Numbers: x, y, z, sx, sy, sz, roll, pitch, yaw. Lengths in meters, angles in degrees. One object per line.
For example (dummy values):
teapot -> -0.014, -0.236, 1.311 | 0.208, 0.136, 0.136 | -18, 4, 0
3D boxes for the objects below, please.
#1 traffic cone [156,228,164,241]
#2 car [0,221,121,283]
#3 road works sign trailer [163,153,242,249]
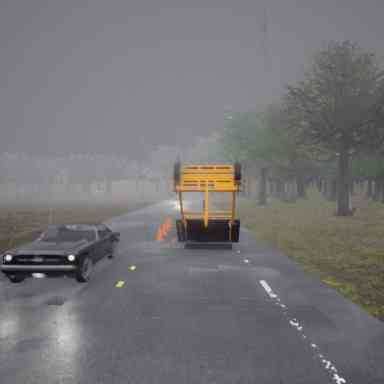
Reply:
traffic cone -> -1.466, 1.942, 15.322 | 0.340, 0.580, 0.340 | 0, 0, 0
car -> -3.491, 1.593, 9.783 | 1.895, 1.301, 4.718 | 0, 0, 0
road works sign trailer -> 0.548, 0.920, 11.770 | 2.380, 3.560, 2.880 | 0, 45, 4
